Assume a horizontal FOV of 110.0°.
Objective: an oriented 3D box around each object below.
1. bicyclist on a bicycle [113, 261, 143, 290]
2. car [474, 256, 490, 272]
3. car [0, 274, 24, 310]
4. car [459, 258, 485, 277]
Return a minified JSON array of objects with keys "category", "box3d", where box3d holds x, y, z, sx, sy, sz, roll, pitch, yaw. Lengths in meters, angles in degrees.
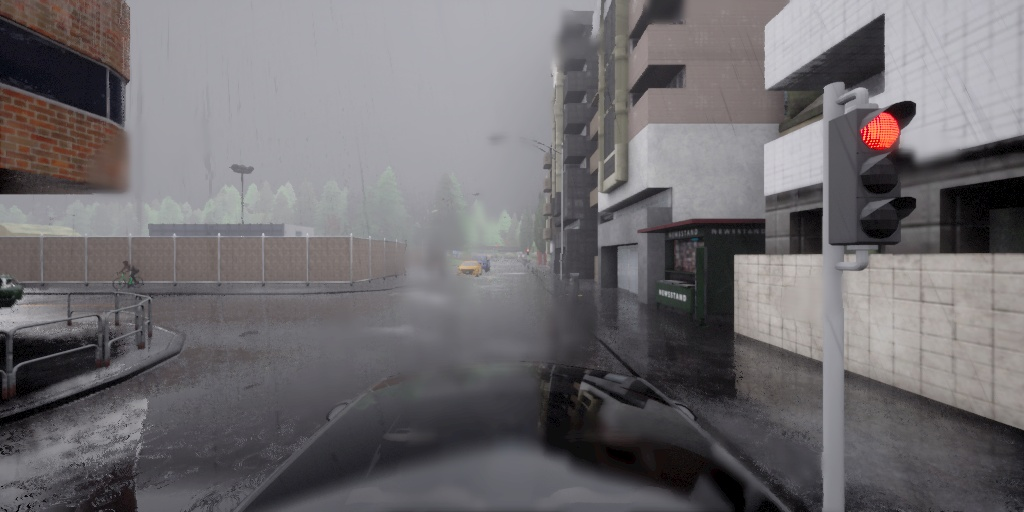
[{"category":"bicyclist on a bicycle","box3d":[-22.180,1.099,20.731,0.582,1.620,1.656,0,0,0]},{"category":"car","box3d":[-4.079,0.971,46.527,2.150,2.045,5.566,0,0,0]},{"category":"car","box3d":[-20.648,0.973,12.325,5.566,2.045,2.150,0,0,0]},{"category":"car","box3d":[-4.110,1.228,35.826,1.882,1.535,5.008,0,0,0]}]
